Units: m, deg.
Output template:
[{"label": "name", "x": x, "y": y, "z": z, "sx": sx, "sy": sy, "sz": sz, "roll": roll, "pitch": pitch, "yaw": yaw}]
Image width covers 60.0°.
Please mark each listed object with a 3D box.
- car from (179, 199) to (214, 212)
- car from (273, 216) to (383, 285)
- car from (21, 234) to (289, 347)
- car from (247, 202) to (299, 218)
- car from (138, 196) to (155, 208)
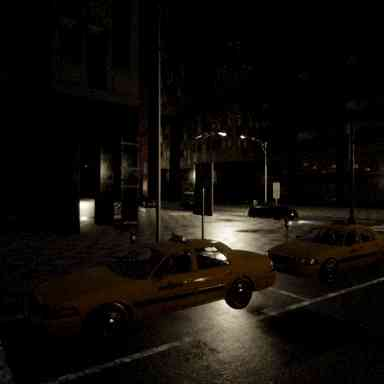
[{"label": "car", "x": 0.389, "y": 1.439, "z": 35.075, "sx": 1.812, "sy": 1.442, "sz": 4.674, "roll": 0, "pitch": 0, "yaw": -35}, {"label": "car", "x": 4.078, "y": 1.526, "z": 9.533, "sx": 4.829, "sy": 1.417, "sz": 1.752, "roll": 0, "pitch": 0, "yaw": -35}, {"label": "car", "x": -0.489, "y": 1.526, "z": 6.290, "sx": 4.829, "sy": 1.417, "sz": 1.752, "roll": 0, "pitch": 0, "yaw": -35}, {"label": "car", "x": 6.421, "y": 1.509, "z": 26.691, "sx": 1.994, "sy": 1.385, "sz": 4.181, "roll": 0, "pitch": 0, "yaw": -35}, {"label": "car", "x": -6.861, "y": 1.380, "z": 45.177, "sx": 1.837, "sy": 1.490, "sz": 4.892, "roll": 0, "pitch": 0, "yaw": -36}]
